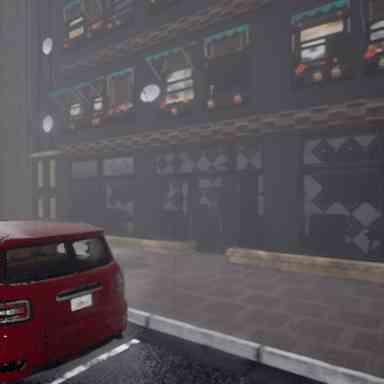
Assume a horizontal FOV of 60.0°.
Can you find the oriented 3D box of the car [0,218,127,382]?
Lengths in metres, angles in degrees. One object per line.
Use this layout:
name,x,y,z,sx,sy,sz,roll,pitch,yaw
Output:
car,-3.195,1.346,5.157,5.009,1.841,2.192,0,0,35
